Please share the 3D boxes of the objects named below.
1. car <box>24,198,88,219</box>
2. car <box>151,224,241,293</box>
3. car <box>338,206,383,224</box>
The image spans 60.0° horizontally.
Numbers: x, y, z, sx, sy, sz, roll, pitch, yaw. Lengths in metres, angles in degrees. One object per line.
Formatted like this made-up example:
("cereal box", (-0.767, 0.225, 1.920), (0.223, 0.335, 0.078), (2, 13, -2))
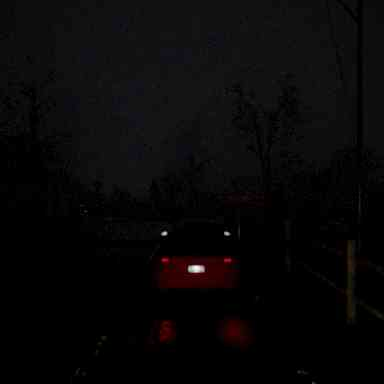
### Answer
("car", (-10.577, 1.208, 25.952), (4.902, 1.511, 2.128), (1, 0, 9))
("car", (0.100, 1.540, 8.813), (1.994, 1.385, 4.181), (0, 0, 0))
("car", (14.453, 1.796, 26.146), (5.357, 1.411, 2.033), (1, 1, 0))
